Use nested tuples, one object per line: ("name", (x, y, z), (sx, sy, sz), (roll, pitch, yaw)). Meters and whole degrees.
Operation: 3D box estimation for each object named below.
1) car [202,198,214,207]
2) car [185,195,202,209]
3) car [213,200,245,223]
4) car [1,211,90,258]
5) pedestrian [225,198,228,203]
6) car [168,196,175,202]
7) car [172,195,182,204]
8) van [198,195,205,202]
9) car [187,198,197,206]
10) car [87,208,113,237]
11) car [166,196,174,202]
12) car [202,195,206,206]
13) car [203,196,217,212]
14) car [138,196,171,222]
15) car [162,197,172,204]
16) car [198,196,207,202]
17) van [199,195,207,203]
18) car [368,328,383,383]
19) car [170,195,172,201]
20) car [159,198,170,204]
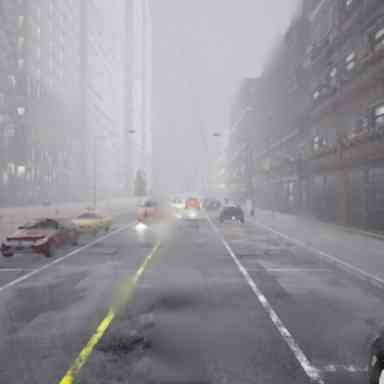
("car", (2.686, 1.781, 58.263), (1.887, 1.381, 4.507), (1, 0, 0))
("car", (0.058, 1.553, 48.398), (2.097, 1.767, 4.553), (0, 0, 1))
("car", (2.994, 1.623, 26.440), (1.837, 1.490, 4.892), (0, 0, 0))
("car", (-5.686, 1.643, 13.066), (1.802, 1.307, 4.206), (1, 0, 0))
("pedestrian", (2.994, 1.423, 29.395), (0.375, 1.860, 0.375), (1, -1, 0))
("car", (-5.702, 1.918, 92.114), (1.802, 1.307, 4.206), (1, 0, 0))
("car", (-3.016, 1.755, 68.092), (1.837, 1.490, 4.892), (0, 0, 0))
("van", (2.682, 1.678, 92.142), (1.690, 1.788, 3.998), (1, 0, 0))
("car", (-0.013, 1.850, 61.977), (1.895, 1.301, 4.718), (0, 0, 0))
("car", (-5.687, 1.610, 18.543), (1.752, 1.417, 4.829), (1, 0, 0))
("car", (-5.700, 1.871, 86.468), (2.008, 1.369, 4.403), (1, 0, 0))
("car", (2.689, 1.533, 52.615), (2.192, 1.841, 5.009), (1, 0, 0))
("car", (2.690, 1.616, 41.323), (1.967, 1.590, 4.097), (1, 0, 0))
("car", (-3.102, 1.472, 27.193), (2.097, 1.767, 4.553), (0, 0, 0))
("car", (-5.698, 1.854, 75.176), (1.947, 1.339, 4.313), (1, 0, 0))
("car", (2.680, 1.872, 86.495), (2.008, 1.369, 4.403), (1, 0, 0))
("van", (2.683, 1.646, 80.848), (1.690, 1.788, 3.998), (1, 0, 0))
("car", (2.696, 1.560, 1.794), (2.008, 1.369, 4.403), (0, 0, 0))
("car", (-5.693, 1.570, 63.884), (2.192, 1.841, 5.009), (1, 0, 0))
("car", (-5.697, 1.854, 69.529), (1.802, 1.307, 4.206), (1, 0, 0))
